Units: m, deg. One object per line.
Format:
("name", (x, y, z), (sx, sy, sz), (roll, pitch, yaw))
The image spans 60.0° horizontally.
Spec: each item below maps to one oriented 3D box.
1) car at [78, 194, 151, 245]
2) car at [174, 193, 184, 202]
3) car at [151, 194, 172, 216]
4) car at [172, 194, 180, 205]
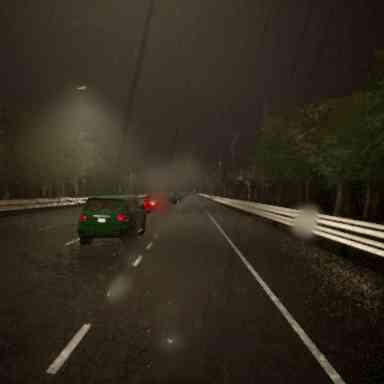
("car", (-3.498, 1.189, 15.536), (2.150, 2.045, 5.566), (1, 0, 0))
("car", (-3.594, 1.260, 80.330), (2.150, 2.045, 5.566), (1, 0, 0))
("car", (-3.527, 1.197, 32.689), (2.150, 2.045, 5.566), (1, 0, 0))
("car", (-3.567, 1.535, 58.630), (1.812, 1.442, 4.674), (1, 0, 0))
